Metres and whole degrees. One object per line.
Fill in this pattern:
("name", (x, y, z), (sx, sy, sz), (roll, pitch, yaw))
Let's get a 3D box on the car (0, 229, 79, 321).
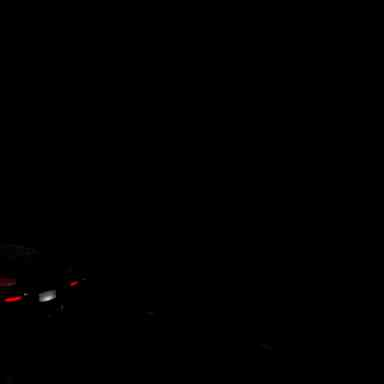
("car", (-4.182, 1.474, 6.657), (4.674, 1.442, 1.812), (1, 0, 35))
